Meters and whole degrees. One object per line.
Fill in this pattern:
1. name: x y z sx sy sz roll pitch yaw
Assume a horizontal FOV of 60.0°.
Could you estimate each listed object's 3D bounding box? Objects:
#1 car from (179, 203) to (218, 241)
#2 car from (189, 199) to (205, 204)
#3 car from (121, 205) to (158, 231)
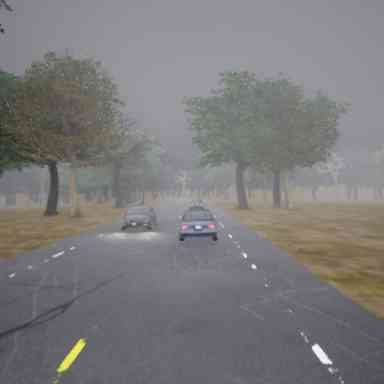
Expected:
1. car: 0.304 1.577 17.130 2.033 1.411 5.357 -2 0 1
2. car: 0.653 1.553 41.866 2.033 1.411 5.357 -1 1 1
3. car: -3.324 1.613 21.675 1.837 1.490 4.892 -1 0 1
